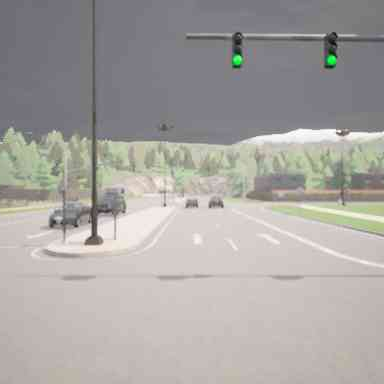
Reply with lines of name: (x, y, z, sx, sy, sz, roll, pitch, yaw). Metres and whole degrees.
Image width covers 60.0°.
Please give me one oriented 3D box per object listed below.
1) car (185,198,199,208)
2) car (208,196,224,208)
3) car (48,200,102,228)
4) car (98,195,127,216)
car: (0.014, 1.574, 49.094, 2.128, 1.511, 4.902, 0, 0, 0)
car: (3.517, 1.433, 49.327, 2.097, 1.767, 4.553, 0, 0, 0)
car: (-8.095, 1.530, 22.744, 2.128, 1.511, 4.902, 0, 0, 0)
car: (-8.073, 1.277, 33.474, 2.150, 2.045, 5.566, 0, 0, 1)
